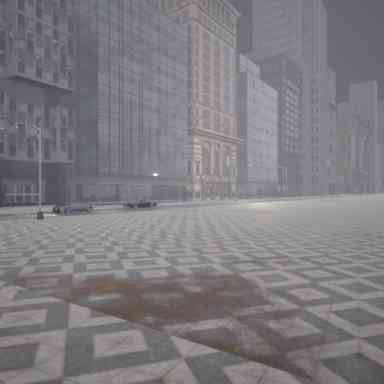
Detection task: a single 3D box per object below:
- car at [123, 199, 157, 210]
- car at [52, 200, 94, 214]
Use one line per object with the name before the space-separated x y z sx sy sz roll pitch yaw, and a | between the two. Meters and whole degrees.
car | -6.742 1.599 43.287 1.895 1.301 4.718 0 0 35
car | -12.509 1.576 35.174 1.994 1.385 4.181 0 0 37
